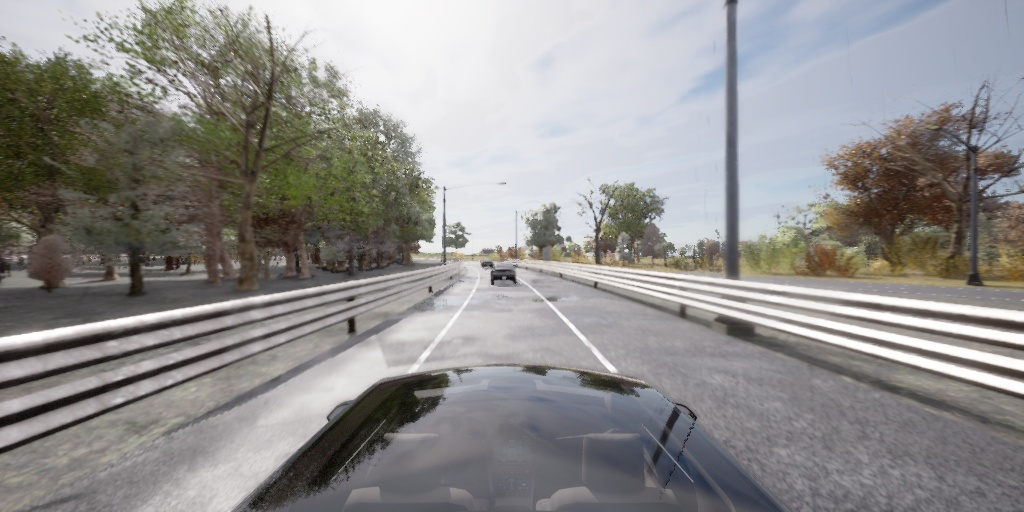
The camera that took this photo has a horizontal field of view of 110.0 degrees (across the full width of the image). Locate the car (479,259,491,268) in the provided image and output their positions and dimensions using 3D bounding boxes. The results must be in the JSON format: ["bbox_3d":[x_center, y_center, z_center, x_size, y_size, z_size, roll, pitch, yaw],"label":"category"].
[{"bbox_3d":[-4.099,1.215,57.768,1.837,1.490,4.892,0,0,-9],"label":"car"}]

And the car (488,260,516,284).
[{"bbox_3d":[-0.722,1.250,27.294,1.837,1.490,4.892,0,0,-4],"label":"car"}]
